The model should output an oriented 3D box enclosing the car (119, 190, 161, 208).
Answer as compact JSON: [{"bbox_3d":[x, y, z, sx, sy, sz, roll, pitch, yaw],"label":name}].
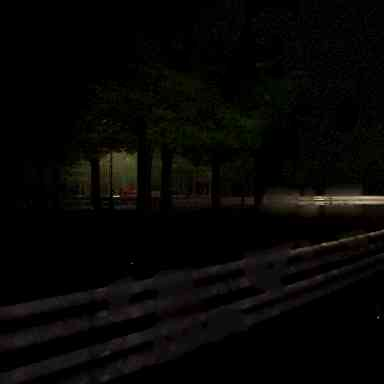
[{"bbox_3d":[-6.321,0.832,41.942,5.566,2.045,2.150,0,0,-3],"label":"car"}]

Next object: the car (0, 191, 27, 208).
[{"bbox_3d":[-23.444,0.887,40.987,5.566,2.045,2.150,0,0,-3],"label":"car"}]

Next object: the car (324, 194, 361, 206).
[{"bbox_3d":[19.617,1.050,43.388,4.674,1.442,1.812,0,0,-3],"label":"car"}]
